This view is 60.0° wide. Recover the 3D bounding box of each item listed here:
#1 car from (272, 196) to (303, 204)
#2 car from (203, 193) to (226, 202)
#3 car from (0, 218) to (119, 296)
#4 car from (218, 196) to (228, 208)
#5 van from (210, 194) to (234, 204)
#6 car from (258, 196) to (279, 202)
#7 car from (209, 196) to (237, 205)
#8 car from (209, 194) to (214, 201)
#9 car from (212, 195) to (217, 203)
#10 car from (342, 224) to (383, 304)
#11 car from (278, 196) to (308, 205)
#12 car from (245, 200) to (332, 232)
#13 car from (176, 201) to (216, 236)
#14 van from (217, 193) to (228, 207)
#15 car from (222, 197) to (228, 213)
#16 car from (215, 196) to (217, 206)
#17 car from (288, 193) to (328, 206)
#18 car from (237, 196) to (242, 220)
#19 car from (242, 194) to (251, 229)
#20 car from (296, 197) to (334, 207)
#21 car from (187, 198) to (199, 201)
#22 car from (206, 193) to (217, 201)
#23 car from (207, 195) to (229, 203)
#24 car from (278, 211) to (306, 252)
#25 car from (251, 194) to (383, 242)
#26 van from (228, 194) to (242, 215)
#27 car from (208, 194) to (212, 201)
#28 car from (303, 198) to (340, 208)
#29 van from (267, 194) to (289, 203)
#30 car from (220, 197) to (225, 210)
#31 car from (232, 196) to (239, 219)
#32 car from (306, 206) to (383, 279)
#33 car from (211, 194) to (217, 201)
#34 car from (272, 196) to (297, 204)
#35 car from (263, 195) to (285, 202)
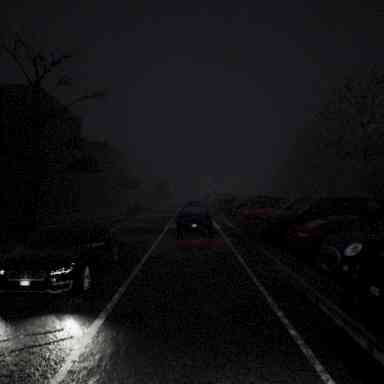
[{"bbox_3d":[18.579,1.542,64.910,5.366,1.575,1.946,0,0,0],"label":"car"},{"bbox_3d":[5.732,1.386,84.433,5.566,2.045,2.435,0,0,0],"label":"car"},{"bbox_3d":[-3.239,1.521,8.884,1.837,1.490,4.892,0,0,0],"label":"car"},{"bbox_3d":[5.658,1.528,36.780,4.792,1.488,2.163,0,0,0],"label":"car"},{"bbox_3d":[5.801,1.319,64.811,4.442,1.987,1.878,0,0,0],"label":"van"},{"bbox_3d":[18.780,1.656,81.615,4.674,1.452,2.002,0,0,0],"label":"car"},{"bbox_3d":[5.679,1.535,62.007,5.008,1.535,2.097,0,0,0],"label":"car"},{"bbox_3d":[5.656,1.540,53.598,4.792,1.488,2.163,0,0,0],"label":"car"},{"bbox_3d":[5.871,1.496,45.190,5.366,1.575,1.946,0,0,0],"label":"car"},{"bbox_3d":[5.683,1.497,5.944,4.892,1.521,2.231,0,0,0],"label":"car"},{"bbox_3d":[18.758,1.536,62.123,5.008,1.535,2.097,0,0,0],"label":"car"},{"bbox_3d":[5.657,1.372,19.960,4.553,1.767,2.185,0,0,0],"label":"car"},{"bbox_3d":[0.120,1.499,18.784,1.882,1.535,5.008,0,0,0],"label":"car"},{"bbox_3d":[5.570,1.273,39.583,4.442,1.987,1.878,0,0,0],"label":"van"},{"bbox_3d":[5.682,1.498,31.173,5.008,1.535,2.097,0,0,0],"label":"car"},{"bbox_3d":[5.715,1.528,42.387,4.792,1.488,2.163,0,0,0],"label":"car"},{"bbox_3d":[18.737,1.259,53.771,5.566,2.045,2.435,0,0,0],"label":"car"},{"bbox_3d":[5.657,1.372,22.764,4.553,1.767,2.185,0,0,0],"label":"car"},{"bbox_3d":[5.660,1.246,17.157,5.566,2.045,2.435,0,0,0],"label":"car"},{"bbox_3d":[18.760,1.505,50.983,5.008,1.535,2.097,0,0,0],"label":"car"},{"bbox_3d":[0.150,1.533,39.920,1.837,1.490,4.892,0,0,0],"label":"car"},{"bbox_3d":[5.713,1.275,59.204,5.566,2.045,2.435,0,0,0],"label":"car"},{"bbox_3d":[5.656,1.447,73.221,4.553,1.767,2.185,0,0,0],"label":"car"},{"bbox_3d":[5.686,1.537,11.551,4.674,1.452,2.002,0,0,0],"label":"car"},{"bbox_3d":[5.660,1.245,14.354,5.566,2.045,2.435,0,0,0],"label":"car"},{"bbox_3d":[5.571,1.272,28.370,4.442,1.987,1.878,0,0,0],"label":"van"},{"bbox_3d":[5.680,1.518,56.396,4.892,1.521,2.231,0,0,0],"label":"car"},{"bbox_3d":[18.763,1.541,48.323,4.674,1.452,2.002,0,0,0],"label":"car"},{"bbox_3d":[18.884,1.346,73.267,4.442,1.987,1.878,0,0,0],"label":"van"},{"bbox_3d":[5.658,1.528,33.977,4.792,1.488,2.163,0,0,0],"label":"car"},{"bbox_3d":[5.719,1.372,25.567,4.553,1.767,2.185,0,0,0],"label":"car"},{"bbox_3d":[5.721,1.371,8.747,4.553,1.767,2.185,0,0,0],"label":"car"},{"bbox_3d":[5.680,1.500,47.990,5.008,1.535,2.097,0,0,0],"label":"car"},{"bbox_3d":[18.762,1.594,67.694,4.674,1.452,2.002,0,0,0],"label":"car"},{"bbox_3d":[18.739,1.459,76.048,4.553,1.767,2.185,0,0,0],"label":"car"}]
